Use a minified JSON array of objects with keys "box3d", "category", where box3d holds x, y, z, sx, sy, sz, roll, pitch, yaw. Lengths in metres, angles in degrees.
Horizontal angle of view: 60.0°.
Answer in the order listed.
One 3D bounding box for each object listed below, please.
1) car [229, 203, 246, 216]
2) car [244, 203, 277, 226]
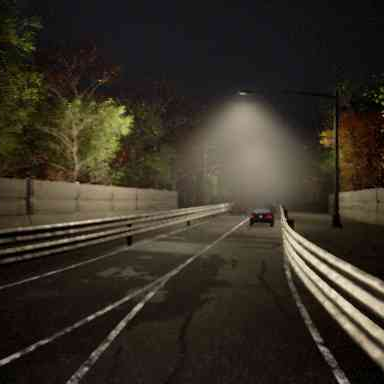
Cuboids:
[{"box3d":[5.821,2.055,41.131,1.882,1.535,5.008,0,-1,15],"category":"car"},{"box3d":[5.785,1.942,27.337,2.033,1.411,5.357,0,-1,15],"category":"car"}]
